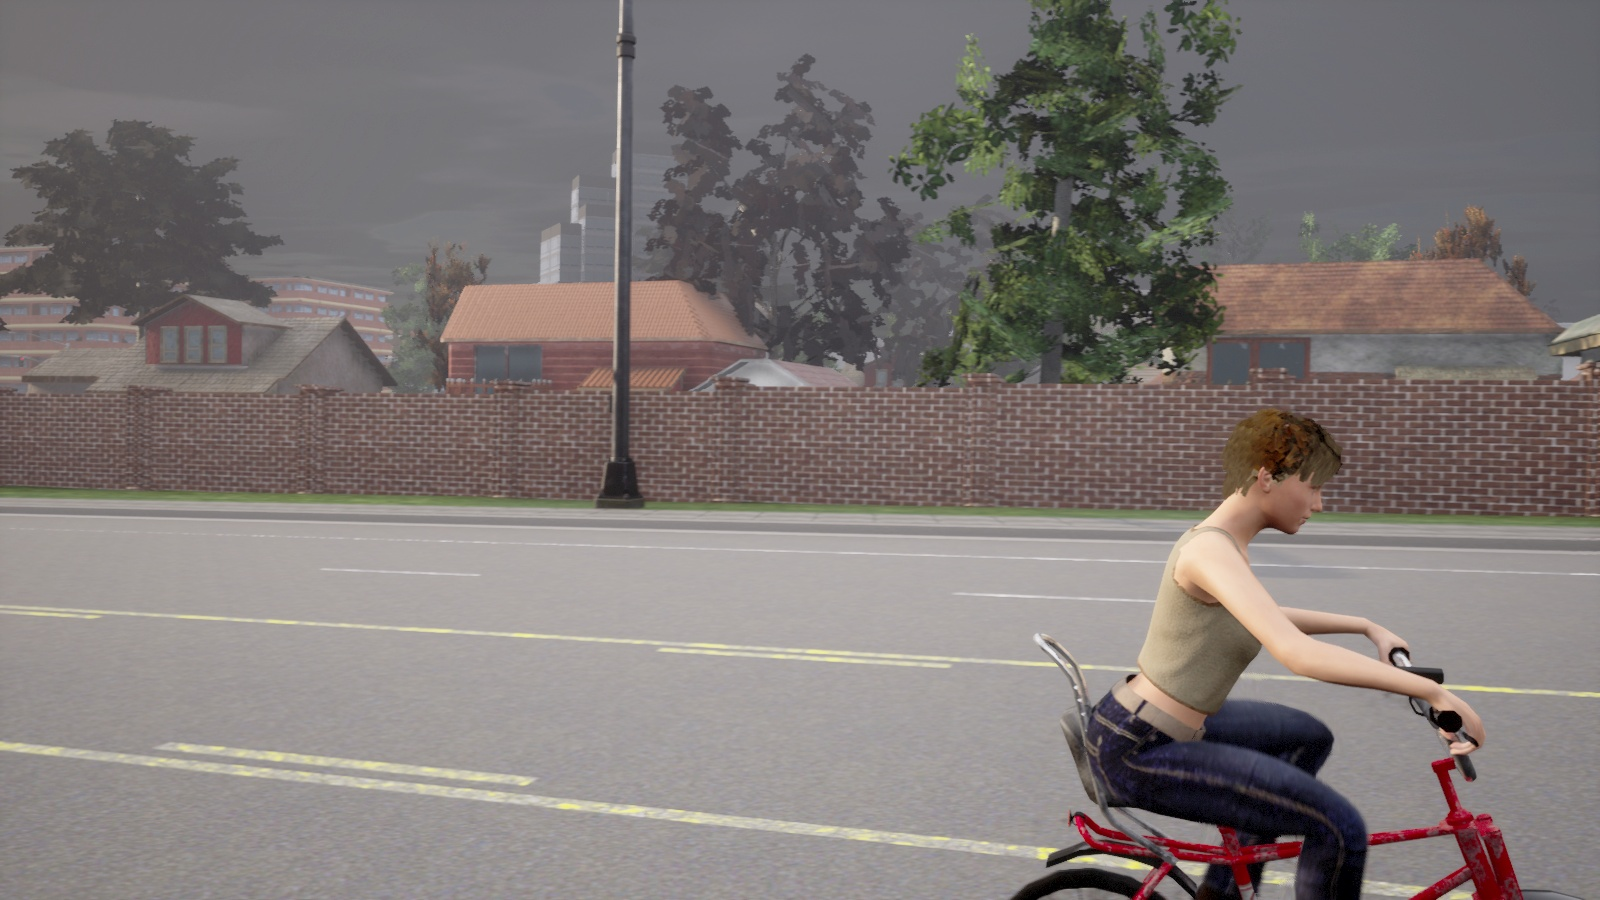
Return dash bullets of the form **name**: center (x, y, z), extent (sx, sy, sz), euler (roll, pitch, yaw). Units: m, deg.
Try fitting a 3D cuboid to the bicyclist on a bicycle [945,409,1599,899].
- **bicyclist on a bicycle**: center (1.157, 0.723, 2.799), extent (1.509, 1.612, 0.866), euler (1, 1, 18)
